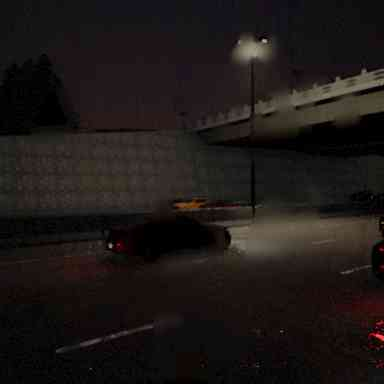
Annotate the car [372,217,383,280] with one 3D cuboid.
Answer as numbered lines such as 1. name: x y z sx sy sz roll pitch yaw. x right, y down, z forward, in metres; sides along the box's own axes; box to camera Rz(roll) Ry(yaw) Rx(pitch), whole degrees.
1. car: 6.397 1.433 8.359 4.892 1.490 1.837 -1 0 -36

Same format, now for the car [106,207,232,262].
1. car: -0.704 1.486 11.884 4.674 1.442 1.812 -1 0 -36

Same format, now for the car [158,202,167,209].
1. car: -1.710 1.435 37.253 4.181 1.385 1.994 -1 0 -36

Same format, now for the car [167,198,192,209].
1. car: 0.274 1.346 34.370 5.008 1.535 1.882 -1 0 -36

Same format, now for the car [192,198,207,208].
1. car: 2.483 1.428 31.648 4.181 1.385 1.994 -1 0 -36

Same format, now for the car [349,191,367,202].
1. car: 30.961 0.788 60.650 5.566 2.045 2.150 -1 0 -36

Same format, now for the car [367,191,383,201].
1. car: 33.089 0.915 57.878 4.553 1.767 2.097 -1 0 -35

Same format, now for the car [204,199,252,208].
1. car: 3.684 1.470 28.202 4.718 1.301 1.895 -1 0 -36
